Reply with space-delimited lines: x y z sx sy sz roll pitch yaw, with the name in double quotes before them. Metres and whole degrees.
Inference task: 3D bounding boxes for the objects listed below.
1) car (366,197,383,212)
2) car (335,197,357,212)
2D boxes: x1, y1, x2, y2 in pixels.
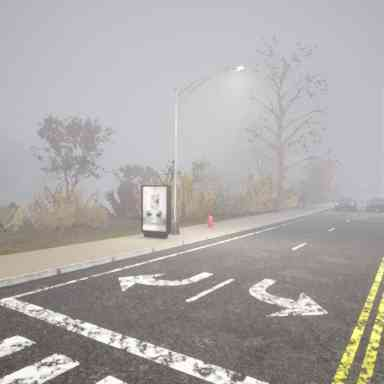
"car" 21.330 1.392 38.257 2.097 1.767 4.553 0 0 30
"car" 18.519 1.389 39.887 2.097 1.767 4.553 0 0 30
